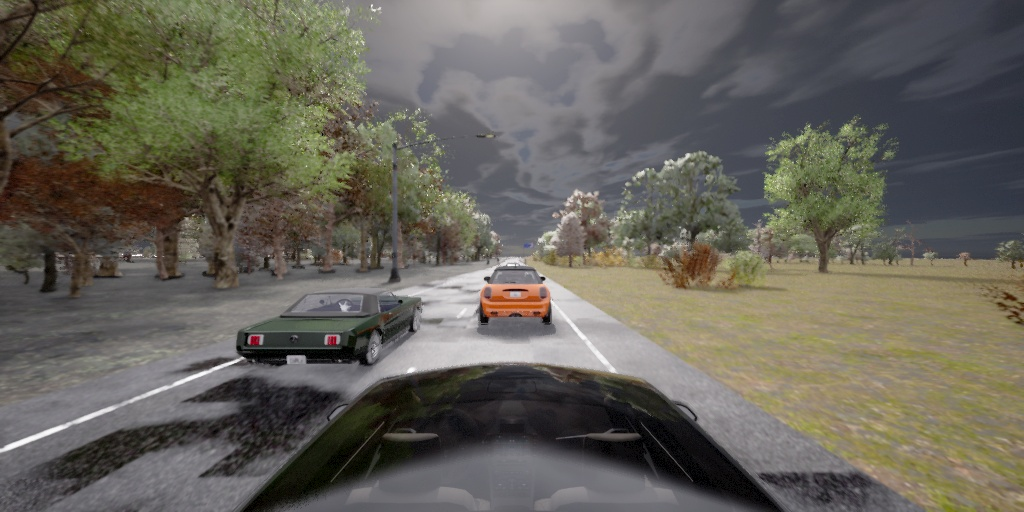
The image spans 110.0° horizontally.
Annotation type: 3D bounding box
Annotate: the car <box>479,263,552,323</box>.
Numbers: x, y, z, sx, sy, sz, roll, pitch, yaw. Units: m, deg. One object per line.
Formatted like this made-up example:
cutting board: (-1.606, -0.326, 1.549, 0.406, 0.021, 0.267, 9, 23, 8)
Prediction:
car: (0.098, 1.102, 12.191, 2.097, 1.767, 4.553, 0, 0, 0)

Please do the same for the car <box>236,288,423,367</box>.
car: (-3.396, 1.351, 7.887, 1.895, 1.301, 4.718, 0, 0, 0)
